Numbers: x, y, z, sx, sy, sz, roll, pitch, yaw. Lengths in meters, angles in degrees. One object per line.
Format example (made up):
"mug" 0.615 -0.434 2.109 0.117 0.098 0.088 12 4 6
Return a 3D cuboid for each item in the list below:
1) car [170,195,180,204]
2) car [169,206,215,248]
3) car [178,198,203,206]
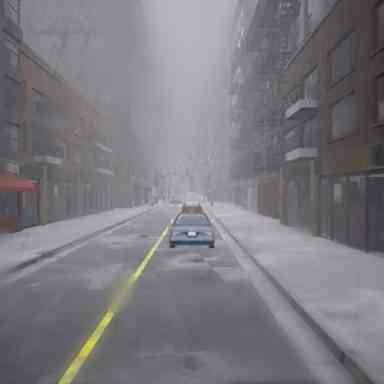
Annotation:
"car" -2.999 1.428 62.371 2.097 1.767 4.553 0 0 0
"car" 0.001 1.567 14.651 2.033 1.411 5.357 0 0 0
"car" 0.001 1.500 29.651 1.882 1.535 5.008 0 0 0
